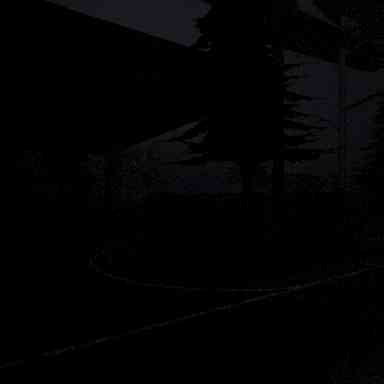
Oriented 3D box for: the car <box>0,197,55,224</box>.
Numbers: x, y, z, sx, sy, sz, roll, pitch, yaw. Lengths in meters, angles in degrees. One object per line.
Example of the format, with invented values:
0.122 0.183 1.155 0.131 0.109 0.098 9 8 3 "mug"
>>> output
-11.900 1.313 23.522 3.866 1.878 1.905 0 0 -36 "car"
